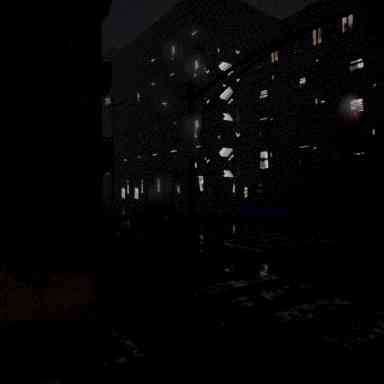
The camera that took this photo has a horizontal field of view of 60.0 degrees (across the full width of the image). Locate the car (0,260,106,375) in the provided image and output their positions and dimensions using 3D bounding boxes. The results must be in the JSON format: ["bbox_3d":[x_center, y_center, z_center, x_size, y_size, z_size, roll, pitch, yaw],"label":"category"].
[{"bbox_3d":[-3.551,1.525,4.032,4.829,1.417,1.752,0,0,-36],"label":"car"}]

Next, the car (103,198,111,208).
[{"bbox_3d":[-11.715,1.463,47.841,1.887,1.381,4.507,-1,0,-36],"label":"car"}]

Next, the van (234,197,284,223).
[{"bbox_3d":[4.932,1.280,24.945,1.690,1.788,3.998,0,0,-36],"label":"van"}]

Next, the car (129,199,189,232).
[{"bbox_3d":[-1.856,1.441,20.033,1.967,1.590,4.097,0,0,-36],"label":"car"}]

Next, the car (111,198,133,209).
[{"bbox_3d":[-8.385,1.463,43.262,1.887,1.381,4.507,-1,0,-36],"label":"car"}]
